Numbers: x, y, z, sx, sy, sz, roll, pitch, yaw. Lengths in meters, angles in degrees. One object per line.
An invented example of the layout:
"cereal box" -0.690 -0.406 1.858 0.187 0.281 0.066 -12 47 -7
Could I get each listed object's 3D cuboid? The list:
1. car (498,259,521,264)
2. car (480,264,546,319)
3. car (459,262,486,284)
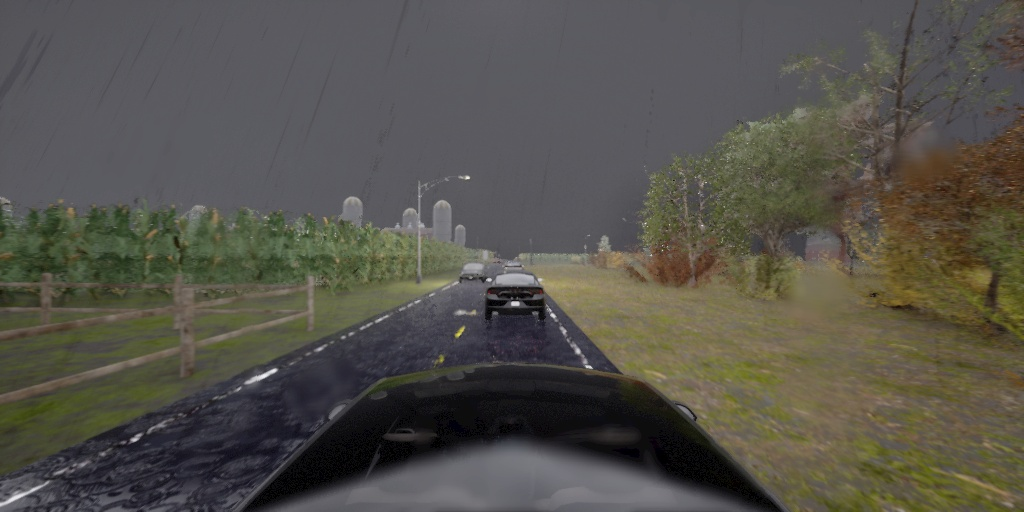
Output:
"car" 0.101 1.241 32.645 2.128 1.511 4.902 0 0 0
"car" 0.098 1.226 12.805 1.882 1.535 5.008 0 0 0
"car" -2.845 1.226 27.325 1.882 1.535 5.008 0 0 0
